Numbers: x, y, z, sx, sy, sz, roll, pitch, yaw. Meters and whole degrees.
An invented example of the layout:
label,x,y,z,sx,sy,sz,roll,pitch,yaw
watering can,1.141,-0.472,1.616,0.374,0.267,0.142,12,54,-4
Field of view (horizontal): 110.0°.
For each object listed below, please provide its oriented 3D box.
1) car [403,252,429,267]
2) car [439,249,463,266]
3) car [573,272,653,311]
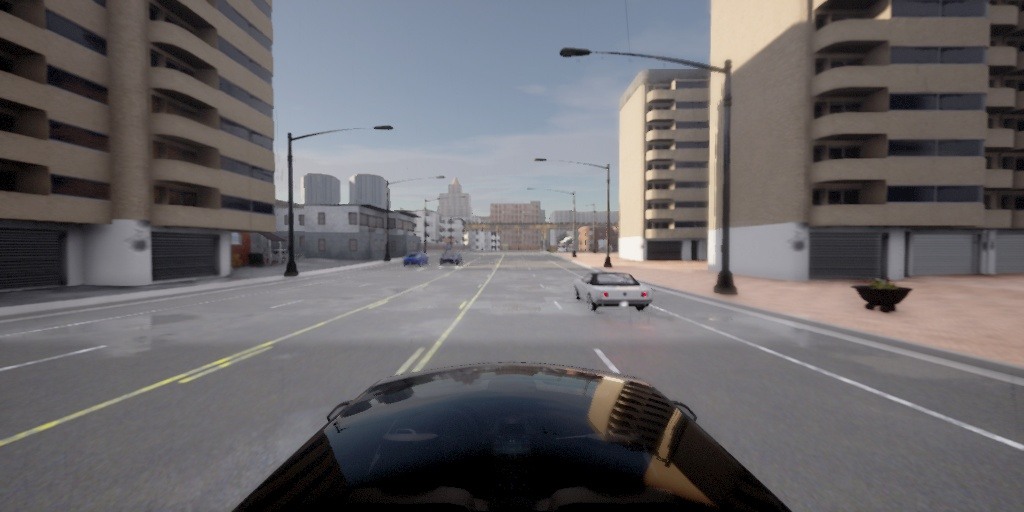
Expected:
label,x,y,z,sx,sy,sz,roll,pitch,yaw
car,-10.579,0.357,39.781,1.882,1.535,5.008,0,3,0
car,-7.065,0.138,41.851,2.097,1.767,4.553,0,3,0
car,3.602,1.240,13.738,1.895,1.301,4.718,0,1,0
